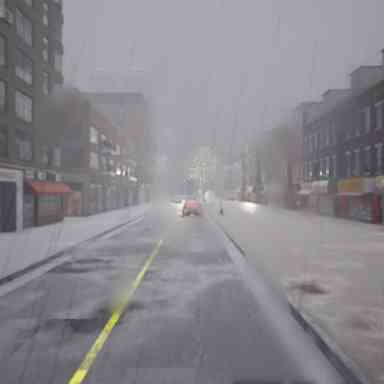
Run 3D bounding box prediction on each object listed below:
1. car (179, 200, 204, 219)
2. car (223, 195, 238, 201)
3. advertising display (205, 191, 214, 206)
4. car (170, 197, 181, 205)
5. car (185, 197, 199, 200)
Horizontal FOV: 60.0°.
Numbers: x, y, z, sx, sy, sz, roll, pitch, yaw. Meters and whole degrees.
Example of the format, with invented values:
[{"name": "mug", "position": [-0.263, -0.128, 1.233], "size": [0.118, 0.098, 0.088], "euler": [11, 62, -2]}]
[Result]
[{"name": "car", "position": [0.037, 1.643, 29.966], "size": [1.895, 1.301, 4.718], "euler": [0, 0, 0]}, {"name": "car", "position": [10.726, 1.651, 92.431], "size": [4.097, 1.590, 1.967], "euler": [0, -1, 0]}, {"name": "advertising display", "position": [2.890, 1.102, 54.440], "size": [1.540, 2.440, 0.280], "euler": [0, 0, 0]}, {"name": "car", "position": [-2.921, 1.655, 60.639], "size": [1.994, 1.385, 4.181], "euler": [0, 0, 0]}, {"name": "car", "position": [0.004, 1.418, 45.703], "size": [2.097, 1.767, 4.553], "euler": [0, 0, 0]}]
